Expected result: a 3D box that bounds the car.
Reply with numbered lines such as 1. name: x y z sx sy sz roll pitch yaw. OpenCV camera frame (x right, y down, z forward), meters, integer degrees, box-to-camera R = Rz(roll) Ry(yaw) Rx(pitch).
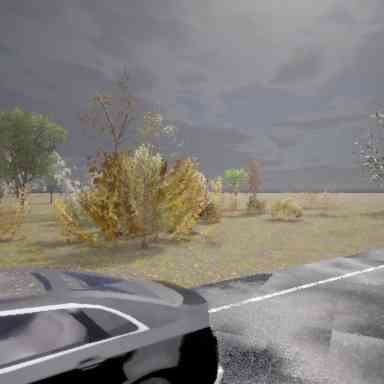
1. car: -1.993 1.491 2.550 4.902 1.511 2.128 0 0 -36
